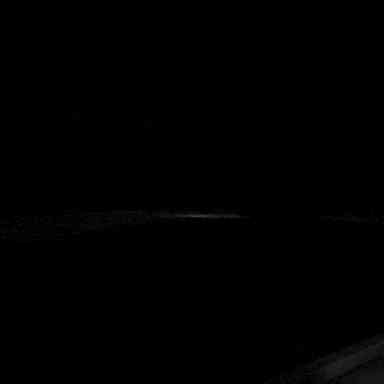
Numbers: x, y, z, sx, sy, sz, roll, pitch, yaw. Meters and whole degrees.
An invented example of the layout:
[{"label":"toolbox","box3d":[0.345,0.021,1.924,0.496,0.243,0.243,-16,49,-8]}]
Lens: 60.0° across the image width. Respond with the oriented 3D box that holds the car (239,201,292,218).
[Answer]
[{"label":"car","box3d":[6.247,1.436,27.421,4.718,1.301,1.895,0,0,11]}]
